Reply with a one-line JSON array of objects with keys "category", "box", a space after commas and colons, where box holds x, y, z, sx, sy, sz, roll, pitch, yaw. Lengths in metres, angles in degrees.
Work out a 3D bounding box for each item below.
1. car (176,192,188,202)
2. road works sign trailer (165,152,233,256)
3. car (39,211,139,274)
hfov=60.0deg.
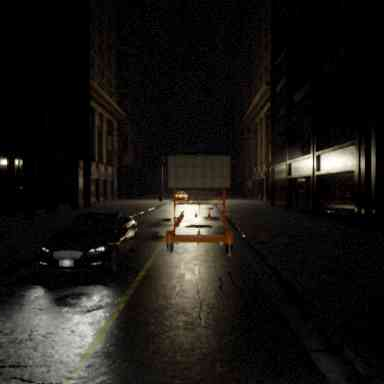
[{"category": "car", "box": [-1.771, 0.721, 54.763, 2.097, 1.767, 4.553, 0, 1, 2]}, {"category": "road works sign trailer", "box": [0.275, 0.317, 12.351, 2.380, 3.560, 2.880, 0, 1, 1]}, {"category": "car", "box": [-2.879, 1.371, 10.218, 2.128, 1.511, 4.902, 0, 1, 1]}]
